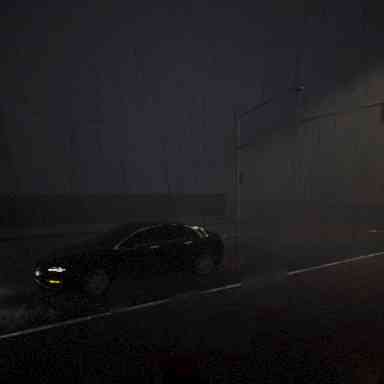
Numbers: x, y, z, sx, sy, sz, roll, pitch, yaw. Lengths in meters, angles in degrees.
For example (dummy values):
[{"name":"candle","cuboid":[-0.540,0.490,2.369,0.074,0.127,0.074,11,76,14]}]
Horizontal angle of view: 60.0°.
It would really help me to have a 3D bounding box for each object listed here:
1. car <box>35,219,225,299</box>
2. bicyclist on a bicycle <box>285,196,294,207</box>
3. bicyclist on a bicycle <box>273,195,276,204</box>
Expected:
[{"name":"car","cuboid":[-1.342,1.505,8.565,4.892,1.490,1.837,0,0,-36]},{"name":"bicyclist on a bicycle","cuboid":[14.516,1.453,49.552,1.656,1.620,0.582,0,0,-23]},{"name":"bicyclist on a bicycle","cuboid":[13.517,1.300,54.460,0.582,1.620,1.656,0,0,21]}]
